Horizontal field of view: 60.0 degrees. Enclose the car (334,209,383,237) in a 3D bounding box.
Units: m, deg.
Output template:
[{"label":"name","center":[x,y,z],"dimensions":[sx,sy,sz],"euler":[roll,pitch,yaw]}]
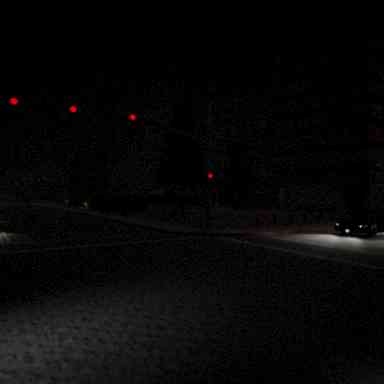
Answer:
[{"label":"car","center":[10.588,1.710,19.287],"dimensions":[5.357,1.411,2.033],"euler":[0,0,-32]}]
